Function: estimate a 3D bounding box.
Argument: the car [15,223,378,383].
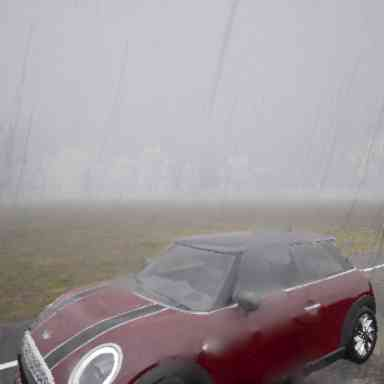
[{"bbox_3d":[0.341,1.354,4.235,4.553,1.767,2.097,0,0,-35],"label":"car"}]
